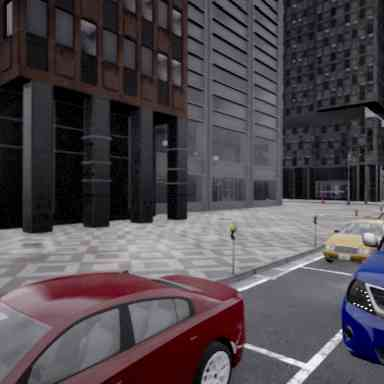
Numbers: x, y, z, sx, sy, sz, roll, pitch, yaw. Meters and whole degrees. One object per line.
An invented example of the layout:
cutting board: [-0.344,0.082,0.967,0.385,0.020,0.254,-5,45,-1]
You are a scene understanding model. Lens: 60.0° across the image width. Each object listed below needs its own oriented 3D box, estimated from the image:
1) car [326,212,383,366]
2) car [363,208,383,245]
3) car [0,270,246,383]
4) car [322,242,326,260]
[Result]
car: [4.218,1.224,5.248,2.150,2.045,5.566,0,0,41]
car: [9.634,1.550,15.574,1.887,1.381,4.507,0,0,41]
car: [-1.224,1.543,3.049,1.887,1.381,4.507,0,0,41]
car: [5.904,1.528,11.271,1.752,1.417,4.829,0,0,41]
